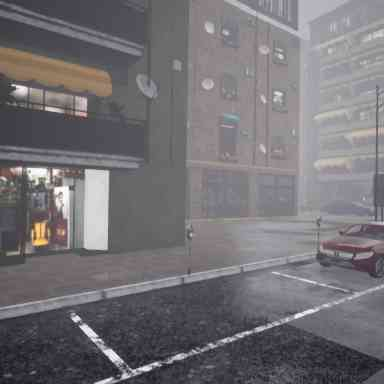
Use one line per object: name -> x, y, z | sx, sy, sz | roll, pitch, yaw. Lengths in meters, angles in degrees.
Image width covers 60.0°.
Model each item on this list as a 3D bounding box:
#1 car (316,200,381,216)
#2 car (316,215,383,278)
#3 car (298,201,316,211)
car -> 15.080, 1.590, 31.771 | 2.033, 1.411, 5.357 | 1, -1, -32
car -> 5.549, 1.588, 10.109 | 4.206, 1.307, 1.802 | 0, 1, -36
car -> 15.268, 1.707, 40.744 | 1.752, 1.417, 4.829 | 1, -1, -36
